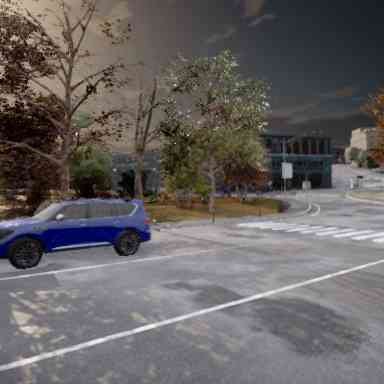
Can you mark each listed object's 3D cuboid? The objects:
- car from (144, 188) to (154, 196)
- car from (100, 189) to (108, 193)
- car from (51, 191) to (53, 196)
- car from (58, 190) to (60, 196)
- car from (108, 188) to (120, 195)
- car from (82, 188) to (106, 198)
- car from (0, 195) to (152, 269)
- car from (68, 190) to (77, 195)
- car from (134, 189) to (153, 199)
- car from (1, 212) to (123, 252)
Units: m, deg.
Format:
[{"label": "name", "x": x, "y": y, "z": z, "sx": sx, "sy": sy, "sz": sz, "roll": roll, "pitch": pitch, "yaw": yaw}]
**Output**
[{"label": "car", "x": -6.952, "y": 0.120, "z": 63.419, "sx": 2.435, "sy": 2.045, "sz": 5.566, "roll": -2, "pitch": 1, "yaw": 14}, {"label": "car", "x": -16.718, "y": 0.368, "z": 70.194, "sx": 2.185, "sy": 1.767, "sz": 4.553, "roll": -1, "pitch": 2, "yaw": 15}, {"label": "car", "x": -33.560, "y": 0.351, "z": 82.393, "sx": 2.097, "sy": 1.535, "sz": 5.008, "roll": 0, "pitch": 2, "yaw": 17}, {"label": "car", "x": -28.806, "y": 0.296, "z": 78.821, "sx": 2.185, "sy": 1.767, "sz": 4.553, "roll": 0, "pitch": 2, "yaw": 16}, {"label": "car", "x": -14.292, "y": 0.227, "z": 68.481, "sx": 2.435, "sy": 2.045, "sz": 5.566, "roll": -2, "pitch": 2, "yaw": 15}, {"label": "car", "x": -21.581, "y": 0.245, "z": 73.577, "sx": 2.435, "sy": 2.045, "sz": 5.566, "roll": 0, "pitch": 2, "yaw": 15}, {"label": "car", "x": -4.087, "y": 1.257, "z": 11.631, "sx": 5.566, "sy": 2.045, "sz": 2.150, "roll": 0, "pitch": 0, "yaw": -38}, {"label": "car", "x": -26.389, "y": 0.453, "z": 77.101, "sx": 2.097, "sy": 1.535, "sz": 5.008, "roll": 0, "pitch": 2, "yaw": 16}, {"label": "car", "x": -9.410, "y": 0.291, "z": 65.040, "sx": 2.185, "sy": 1.767, "sz": 4.553, "roll": -2, "pitch": 1, "yaw": 14}, {"label": "car", "x": -5.680, "y": 1.643, "z": 14.820, "sx": 4.718, "sy": 1.301, "sz": 1.895, "roll": 0, "pitch": 0, "yaw": -38}]
